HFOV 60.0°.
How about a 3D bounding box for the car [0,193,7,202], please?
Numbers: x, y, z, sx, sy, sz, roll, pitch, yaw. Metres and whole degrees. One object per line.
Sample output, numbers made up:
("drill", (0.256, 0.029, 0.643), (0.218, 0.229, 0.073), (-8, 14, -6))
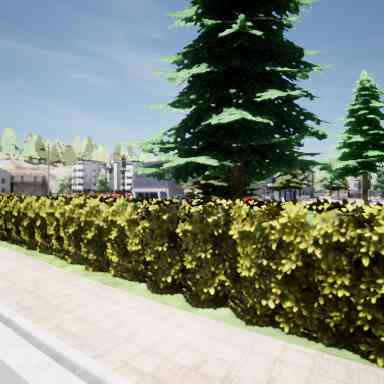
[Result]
("car", (-41.799, 1.220, 70.184), (1.932, 1.855, 4.605), (0, 0, 44))

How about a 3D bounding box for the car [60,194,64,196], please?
("car", (-32.164, 1.359, 84.639), (1.970, 1.475, 3.806), (0, 0, 44))

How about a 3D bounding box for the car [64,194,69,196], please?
("car", (-27.365, 1.270, 80.367), (2.152, 1.636, 5.027), (0, 0, 44))

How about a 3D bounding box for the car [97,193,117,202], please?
("car", (-18.249, 1.173, 71.389), (1.905, 1.878, 3.866), (0, 0, 44))

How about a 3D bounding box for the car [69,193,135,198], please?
("car", (-8.079, 1.263, 31.036), (2.150, 2.045, 5.566), (0, 0, 44))

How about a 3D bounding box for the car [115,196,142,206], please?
("car", (-10.076, 1.452, 53.310), (1.970, 1.475, 3.806), (0, 0, 44))

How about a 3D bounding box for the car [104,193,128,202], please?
("car", (-15.890, 1.189, 69.644), (1.932, 1.855, 4.605), (0, 0, 44))
